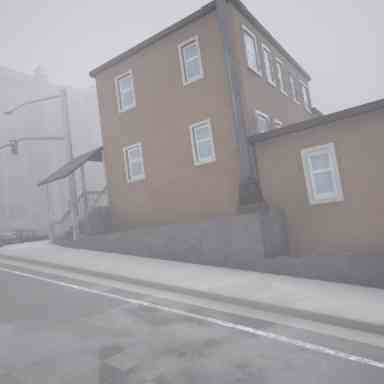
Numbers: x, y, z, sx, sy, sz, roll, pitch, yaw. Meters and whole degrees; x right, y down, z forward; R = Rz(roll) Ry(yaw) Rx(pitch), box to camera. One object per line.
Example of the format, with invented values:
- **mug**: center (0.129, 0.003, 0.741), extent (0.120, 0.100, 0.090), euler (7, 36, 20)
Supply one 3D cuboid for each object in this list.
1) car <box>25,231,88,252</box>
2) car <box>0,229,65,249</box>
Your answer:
- **car**: center (-11.710, 4.278, 29.080), extent (1.837, 1.490, 4.892), euler (-12, -11, 35)
- **car**: center (-11.312, 3.332, 23.152), extent (2.033, 1.411, 5.357), euler (-11, -11, 33)
